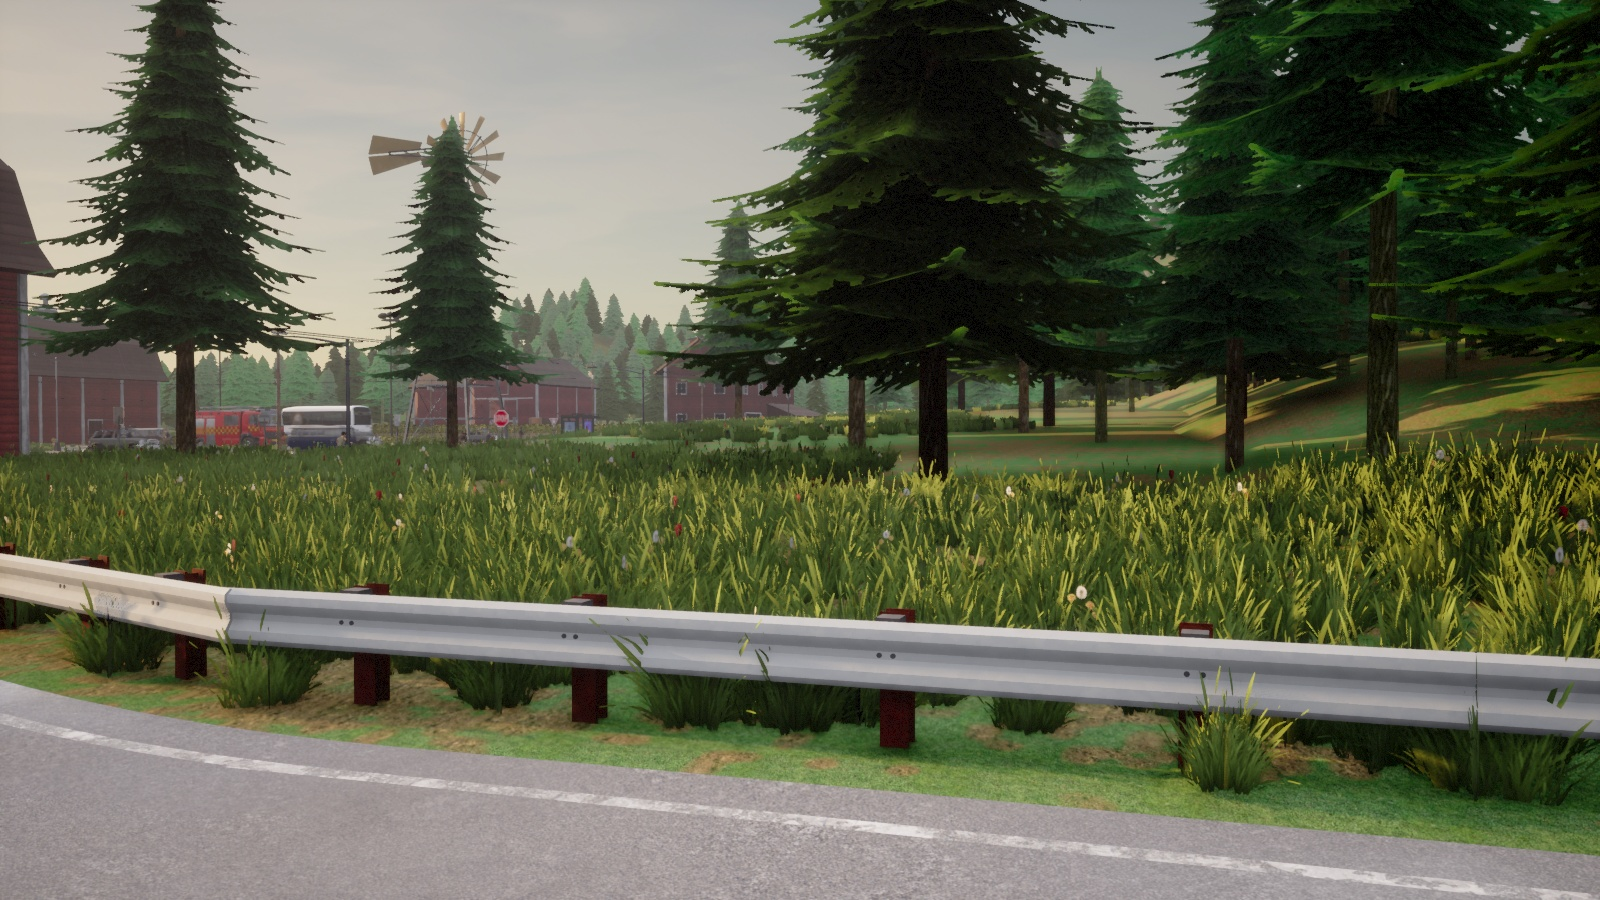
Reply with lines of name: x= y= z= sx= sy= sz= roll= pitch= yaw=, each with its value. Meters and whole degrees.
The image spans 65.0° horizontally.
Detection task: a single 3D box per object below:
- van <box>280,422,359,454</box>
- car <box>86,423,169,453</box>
van: x=-30.124 y=-0.768 z=78.755 sx=4.442 sy=1.987 sz=1.775 roll=0 pitch=1 yaw=17
car: x=-42.272 y=-0.753 z=78.932 sx=4.605 sy=1.855 sz=1.932 roll=1 pitch=1 yaw=18
